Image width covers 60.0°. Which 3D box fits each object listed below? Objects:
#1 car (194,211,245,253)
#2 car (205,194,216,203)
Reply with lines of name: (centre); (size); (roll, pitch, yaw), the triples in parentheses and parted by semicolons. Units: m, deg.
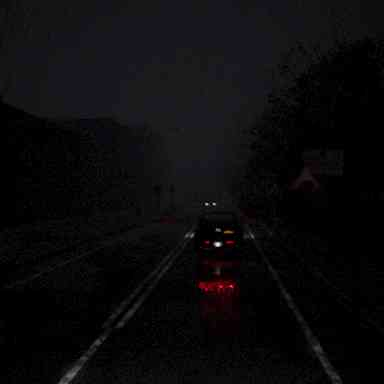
car: (1.152, 1.551, 13.983); (1.837, 1.490, 4.892); (0, 0, 6)
car: (4.154, 1.378, 72.459); (2.150, 2.045, 5.566); (0, -1, 6)
